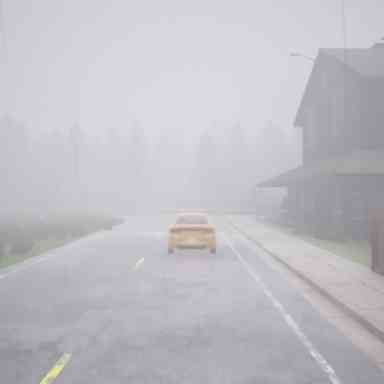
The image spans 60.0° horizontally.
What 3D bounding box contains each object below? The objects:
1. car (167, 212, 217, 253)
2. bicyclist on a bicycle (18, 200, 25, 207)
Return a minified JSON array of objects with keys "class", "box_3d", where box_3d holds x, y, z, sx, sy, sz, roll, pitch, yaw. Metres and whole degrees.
[{"class":"car","box_3d":[0.006,1.618,14.488,1.882,1.535,5.008,0,0,0]},{"class":"bicyclist on a bicycle","box_3d":[-21.767,1.842,42.579,0.582,1.620,1.656,0,9,0]}]
